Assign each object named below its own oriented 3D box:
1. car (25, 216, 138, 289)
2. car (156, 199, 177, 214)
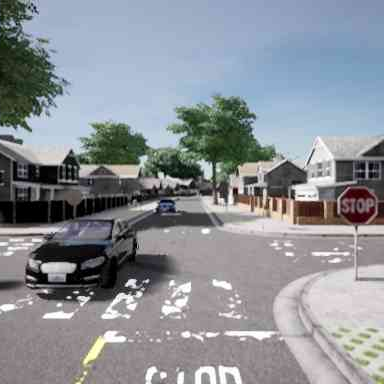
[{"bbox_3d":[-2.714,1.462,9.162,2.128,1.511,4.902,0,0,0],"label":"car"},{"bbox_3d":[-2.599,1.423,34.157,1.812,1.442,4.674,0,0,0],"label":"car"}]
